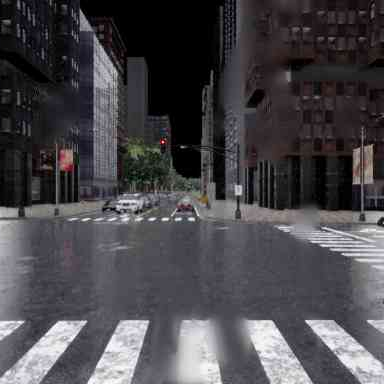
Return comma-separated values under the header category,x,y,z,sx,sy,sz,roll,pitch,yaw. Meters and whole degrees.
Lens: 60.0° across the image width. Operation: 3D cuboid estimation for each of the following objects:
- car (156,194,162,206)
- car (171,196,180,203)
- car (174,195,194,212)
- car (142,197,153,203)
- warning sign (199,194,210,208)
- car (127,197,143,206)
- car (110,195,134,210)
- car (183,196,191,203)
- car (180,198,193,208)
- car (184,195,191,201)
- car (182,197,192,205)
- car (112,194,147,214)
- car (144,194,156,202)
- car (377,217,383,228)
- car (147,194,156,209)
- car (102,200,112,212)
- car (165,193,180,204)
category,x,y,z,sx,sy,sz,roll,pitch,yaw
car,-6.709,1.398,55.748,2.097,1.767,4.553,0,0,0
car,-3.803,1.694,75.790,1.895,1.301,4.718,0,0,-1
car,-0.711,1.448,38.959,1.967,1.590,4.097,0,0,-1
car,-9.533,1.669,71.439,1.802,1.307,4.206,0,0,-1
warning sign,1.567,1.132,42.650,1.300,1.860,1.060,0,0,-1
car,-9.382,1.570,54.991,1.752,1.417,4.829,0,0,-1
car,-9.285,1.335,44.310,2.192,1.841,5.009,0,0,-1
car,-1.009,1.612,71.677,1.752,1.417,4.829,0,0,-1
car,-0.809,1.614,49.808,1.802,1.307,4.206,0,0,-1
car,-1.157,1.574,87.782,1.967,1.590,4.097,0,0,-1
car,-0.909,1.603,60.658,1.887,1.381,4.507,0,0,-1
car,-6.540,1.223,35.522,2.150,2.045,5.566,0,0,-1
car,-9.583,1.417,76.865,2.192,1.841,5.009,0,0,-1
car,14.096,1.787,20.943,4.181,1.385,1.994,1,0,0
car,-6.627,1.375,45.547,2.097,1.767,4.553,0,0,0
car,-9.235,1.574,38.884,1.947,1.339,4.313,0,0,-1
car,-3.614,1.562,65.602,2.128,1.511,4.902,0,0,0
